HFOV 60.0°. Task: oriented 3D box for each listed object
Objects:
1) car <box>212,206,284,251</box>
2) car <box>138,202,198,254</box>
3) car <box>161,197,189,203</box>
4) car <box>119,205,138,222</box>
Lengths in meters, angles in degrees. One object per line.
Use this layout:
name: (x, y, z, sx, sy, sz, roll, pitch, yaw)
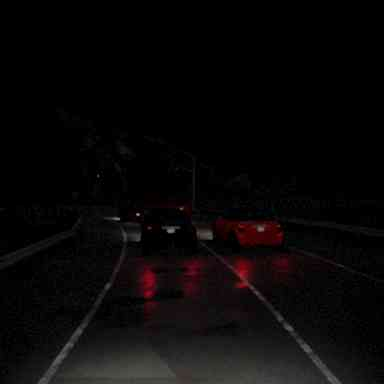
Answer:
car: (2.317, 1.492, 14.978, 2.097, 1.767, 4.553, 0, -1, -10)
car: (-1.135, 1.490, 14.397, 2.097, 1.767, 4.553, 0, -1, -10)
car: (-1.796, 1.510, 30.332, 2.150, 2.045, 5.566, 0, 0, -20)
car: (-5.184, 1.852, 29.364, 1.994, 1.385, 4.181, 0, -1, -21)
